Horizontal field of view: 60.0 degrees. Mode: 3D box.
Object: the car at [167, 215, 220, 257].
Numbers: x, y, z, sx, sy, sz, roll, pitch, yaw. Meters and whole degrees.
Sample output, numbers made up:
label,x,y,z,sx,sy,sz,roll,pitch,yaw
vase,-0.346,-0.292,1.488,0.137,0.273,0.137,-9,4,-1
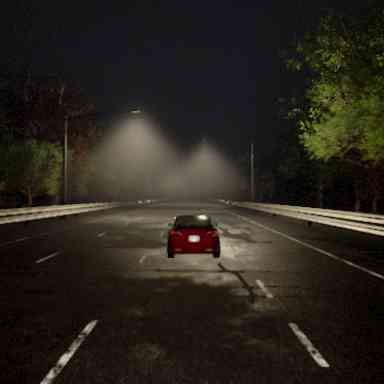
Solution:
label,x,y,z,sx,sy,sz,roll,pitch,yaw
car,0.049,1.662,13.656,2.163,1.488,4.792,0,-1,0
